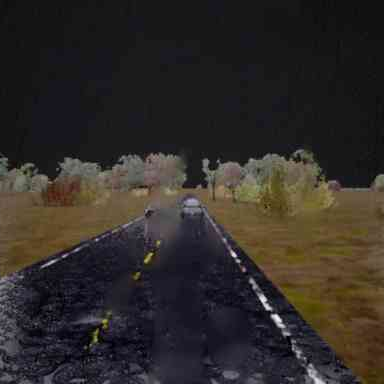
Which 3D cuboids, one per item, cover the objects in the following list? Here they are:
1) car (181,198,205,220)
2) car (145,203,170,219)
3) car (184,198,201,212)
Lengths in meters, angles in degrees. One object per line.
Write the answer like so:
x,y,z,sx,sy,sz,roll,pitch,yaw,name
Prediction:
0.056,1.521,28.784,2.128,1.511,4.902,0,0,1,car
-2.989,1.631,29.507,1.895,1.301,4.718,0,0,0,car
0.061,1.513,40.245,1.882,1.535,5.008,0,0,1,car
